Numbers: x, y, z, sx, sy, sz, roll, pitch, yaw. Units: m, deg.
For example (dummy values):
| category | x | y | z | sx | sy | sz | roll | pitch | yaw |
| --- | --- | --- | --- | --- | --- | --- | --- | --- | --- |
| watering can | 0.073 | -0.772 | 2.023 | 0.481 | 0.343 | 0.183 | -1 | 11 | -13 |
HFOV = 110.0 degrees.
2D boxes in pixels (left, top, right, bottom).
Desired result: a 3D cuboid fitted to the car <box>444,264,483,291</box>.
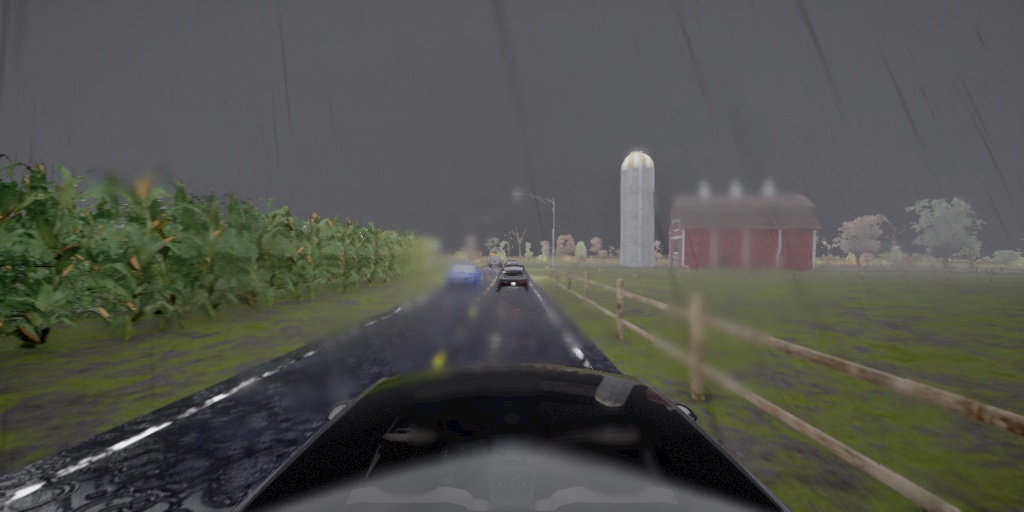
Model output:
| category | x | y | z | sx | sy | sz | roll | pitch | yaw |
| --- | --- | --- | --- | --- | --- | --- | --- | --- | --- |
| car | -2.876 | 1.227 | 22.060 | 1.882 | 1.535 | 5.008 | 0 | 0 | 0 |

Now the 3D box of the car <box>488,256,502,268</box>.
| category | x | y | z | sx | sy | sz | roll | pitch | yaw |
| --- | --- | --- | --- | --- | --- | --- | --- | --- | --- |
| car | -2.921 | 1.004 | 62.718 | 2.150 | 2.045 | 5.566 | 0 | 0 | 0 |

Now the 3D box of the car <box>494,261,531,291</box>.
| category | x | y | z | sx | sy | sz | roll | pitch | yaw |
| --- | --- | --- | --- | --- | --- | --- | --- | --- | --- |
| car | 0.074 | 1.254 | 21.797 | 1.837 | 1.490 | 4.892 | 0 | 0 | 0 |
